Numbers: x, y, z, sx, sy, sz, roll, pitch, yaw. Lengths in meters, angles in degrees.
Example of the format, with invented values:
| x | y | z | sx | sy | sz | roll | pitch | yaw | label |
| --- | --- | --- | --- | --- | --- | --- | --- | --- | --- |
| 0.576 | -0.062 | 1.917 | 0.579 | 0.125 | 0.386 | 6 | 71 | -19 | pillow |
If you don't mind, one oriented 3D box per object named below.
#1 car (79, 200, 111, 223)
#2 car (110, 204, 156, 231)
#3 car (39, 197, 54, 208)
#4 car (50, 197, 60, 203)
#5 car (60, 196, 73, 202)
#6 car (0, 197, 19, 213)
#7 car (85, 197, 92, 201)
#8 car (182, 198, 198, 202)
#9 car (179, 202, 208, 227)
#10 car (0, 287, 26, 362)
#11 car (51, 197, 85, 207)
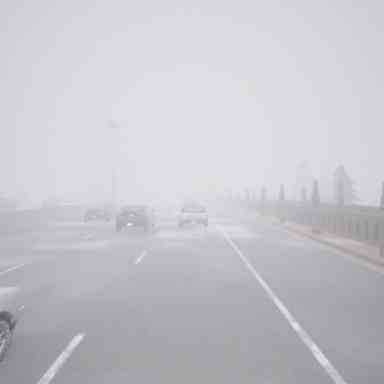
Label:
| x | y | z | sx | sy | sz | roll | pitch | yaw | label |
| --- | --- | --- | --- | --- | --- | --- | --- | --- | --- |
| -6.902 | 1.543 | 25.707 | 1.812 | 1.442 | 4.674 | 0 | 0 | 0 | car |
| -3.402 | 1.514 | 20.527 | 1.837 | 1.490 | 4.892 | 0 | 0 | 0 | car |
| -18.103 | 1.413 | 43.266 | 2.097 | 1.767 | 4.553 | 0 | 0 | -5 | car |
| -31.147 | 1.842 | 75.515 | 1.895 | 1.301 | 4.718 | 0 | 0 | -27 | car |
| -31.234 | 1.827 | 82.614 | 2.033 | 1.411 | 5.357 | 0 | 0 | -30 | car |
| -21.247 | 1.393 | 36.913 | 2.097 | 1.767 | 4.553 | 0 | 0 | -2 | car |
| -24.962 | 1.827 | 78.786 | 1.895 | 1.301 | 4.718 | 0 | 0 | -27 | car |
| -0.218 | 1.553 | 41.283 | 1.837 | 1.490 | 4.892 | 0 | 0 | -3 | car |
| 0.099 | 1.613 | 23.192 | 1.895 | 1.301 | 4.718 | 0 | 0 | 0 | car |
| -3.400 | 1.601 | 2.805 | 1.895 | 1.301 | 4.718 | 0 | 0 | 0 | car |
| -14.294 | 1.571 | 38.649 | 1.812 | 1.442 | 4.674 | 0 | 0 | -3 | car |
